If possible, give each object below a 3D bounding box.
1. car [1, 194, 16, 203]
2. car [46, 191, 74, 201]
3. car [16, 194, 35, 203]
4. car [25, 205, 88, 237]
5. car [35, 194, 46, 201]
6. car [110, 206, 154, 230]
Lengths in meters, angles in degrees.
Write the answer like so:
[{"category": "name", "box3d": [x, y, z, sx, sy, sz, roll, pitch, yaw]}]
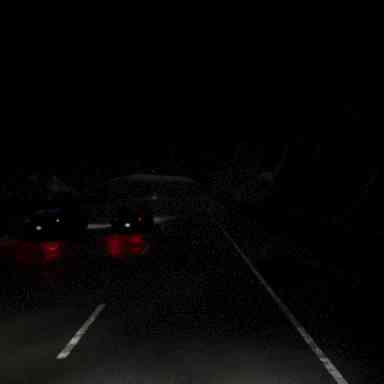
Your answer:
[{"category": "car", "box3d": [-31.555, 1.163, 57.327, 1.837, 1.490, 4.892, 0, 0, 0]}, {"category": "car", "box3d": [-21.077, 0.891, 54.145, 2.150, 2.045, 5.566, 0, 0, 1]}, {"category": "car", "box3d": [-28.061, 1.149, 58.163, 2.128, 1.511, 4.902, 0, 0, 0]}, {"category": "car", "box3d": [-6.913, 1.419, 17.312, 1.812, 1.442, 4.674, 0, 0, 0]}, {"category": "car", "box3d": [-24.564, 1.144, 57.826, 2.128, 1.511, 4.902, 0, 0, 0]}, {"category": "car", "box3d": [-3.415, 1.472, 19.895, 1.895, 1.301, 4.718, 0, 0, 0]}]
